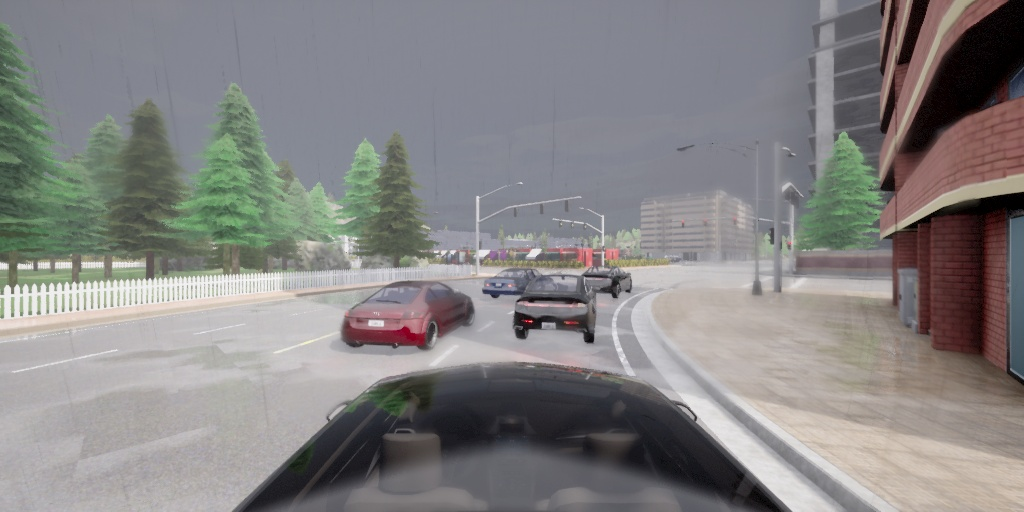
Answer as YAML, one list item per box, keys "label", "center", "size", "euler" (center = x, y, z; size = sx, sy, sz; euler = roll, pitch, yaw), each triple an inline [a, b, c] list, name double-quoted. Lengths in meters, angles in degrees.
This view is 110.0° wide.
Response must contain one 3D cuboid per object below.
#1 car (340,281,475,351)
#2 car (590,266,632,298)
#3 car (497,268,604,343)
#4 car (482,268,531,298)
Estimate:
- label: "car"
  center: [-2.356, 1.314, 9.140]
  size: [1.994, 1.385, 4.181]
  euler: [0, 0, 10]
- label: "car"
  center: [4.856, 1.236, 18.364]
  size: [2.128, 1.511, 4.902]
  euler: [1, 1, 29]
- label: "car"
  center: [1.355, 1.242, 9.807]
  size: [2.128, 1.511, 4.902]
  euler: [0, 0, 14]
- label: "car"
  center: [0.483, 1.297, 17.855]
  size: [2.033, 1.411, 5.357]
  euler: [0, 0, 25]
